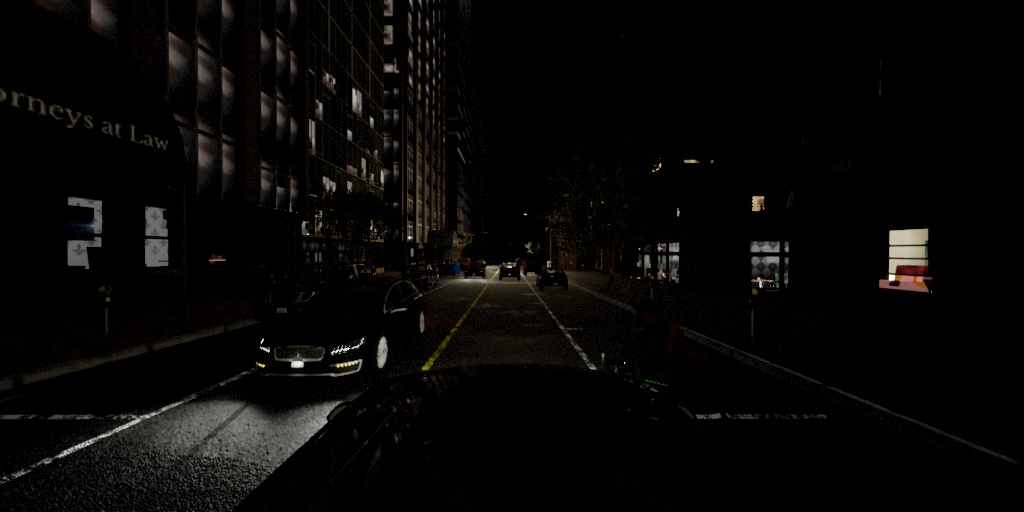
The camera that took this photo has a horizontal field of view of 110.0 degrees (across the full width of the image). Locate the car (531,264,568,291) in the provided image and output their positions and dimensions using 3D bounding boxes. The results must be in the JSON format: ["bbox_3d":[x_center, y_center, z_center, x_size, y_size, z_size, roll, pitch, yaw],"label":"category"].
[{"bbox_3d":[2.494,1.390,22.791,2.007,1.370,4.403,0,0,-1],"label":"car"}]

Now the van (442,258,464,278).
[{"bbox_3d":[-6.020,1.186,34.519,1.690,1.789,3.998,0,0,-1],"label":"van"}]

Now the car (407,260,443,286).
[{"bbox_3d":[-5.910,1.244,22.722,1.967,1.591,4.097,0,0,-1],"label":"car"}]

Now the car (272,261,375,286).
[{"bbox_3d":[-5.887,1.080,11.652,2.192,1.841,5.009,0,0,-1],"label":"car"}]

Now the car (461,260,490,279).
[{"bbox_3d":[-3.424,1.381,34.343,1.812,1.442,4.674,0,0,-1],"label":"car"}]

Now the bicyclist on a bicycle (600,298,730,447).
[{"bbox_3d":[1.416,1.253,3.535,1.656,1.620,0.582,5,-1,-6],"label":"bicyclist on a bicycle"}]

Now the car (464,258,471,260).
[{"bbox_3d":[-6.133,1.198,45.587,2.192,1.841,5.009,0,0,-1],"label":"car"}]

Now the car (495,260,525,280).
[{"bbox_3d":[-0.209,1.356,32.980,2.128,1.511,4.902,0,0,-1],"label":"car"}]

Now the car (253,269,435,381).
[{"bbox_3d":[-3.147,1.261,7.643,1.837,1.490,4.892,0,2,-1],"label":"car"}]

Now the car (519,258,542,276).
[{"bbox_3d":[2.304,1.214,40.129,2.192,1.841,5.009,0,0,-1],"label":"car"}]
